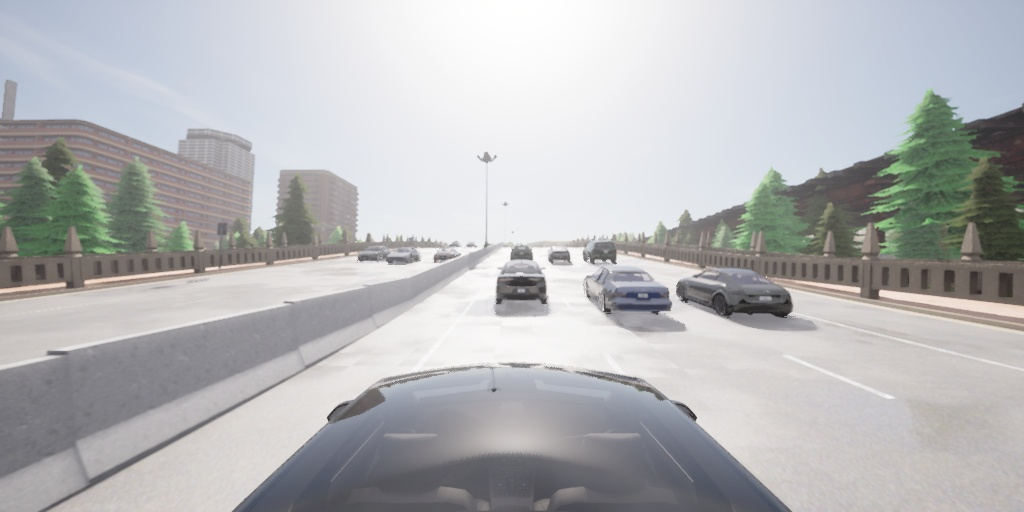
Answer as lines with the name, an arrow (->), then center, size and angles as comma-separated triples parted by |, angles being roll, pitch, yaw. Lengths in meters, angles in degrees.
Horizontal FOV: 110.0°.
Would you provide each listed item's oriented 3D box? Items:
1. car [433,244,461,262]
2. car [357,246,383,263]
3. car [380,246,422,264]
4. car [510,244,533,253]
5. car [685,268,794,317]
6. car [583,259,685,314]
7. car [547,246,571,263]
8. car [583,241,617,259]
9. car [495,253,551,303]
car -> -6.250, -0.156, 34.591 | 1.994, 1.385, 4.181 | 0, 3, 2
car -> -13.246, -0.226, 34.842 | 1.837, 1.490, 4.892 | 0, 4, 2
car -> -9.800, -0.072, 32.900 | 2.033, 1.411, 5.357 | 0, 3, 2
car -> 0.923, -0.338, 33.982 | 2.097, 1.767, 4.553 | 0, 3, 2
car -> 7.319, 1.099, 12.264 | 1.994, 1.385, 4.181 | 0, 3, 2
car -> 3.830, 1.062, 12.760 | 2.033, 1.411, 5.357 | 0, 3, 2
car -> 4.427, -0.205, 34.045 | 2.128, 1.511, 4.902 | 0, 3, 2
car -> 7.886, -0.390, 32.551 | 2.150, 2.045, 5.566 | 0, 3, 1
car -> 0.393, 0.897, 14.718 | 1.882, 1.535, 5.008 | 0, 3, 2
